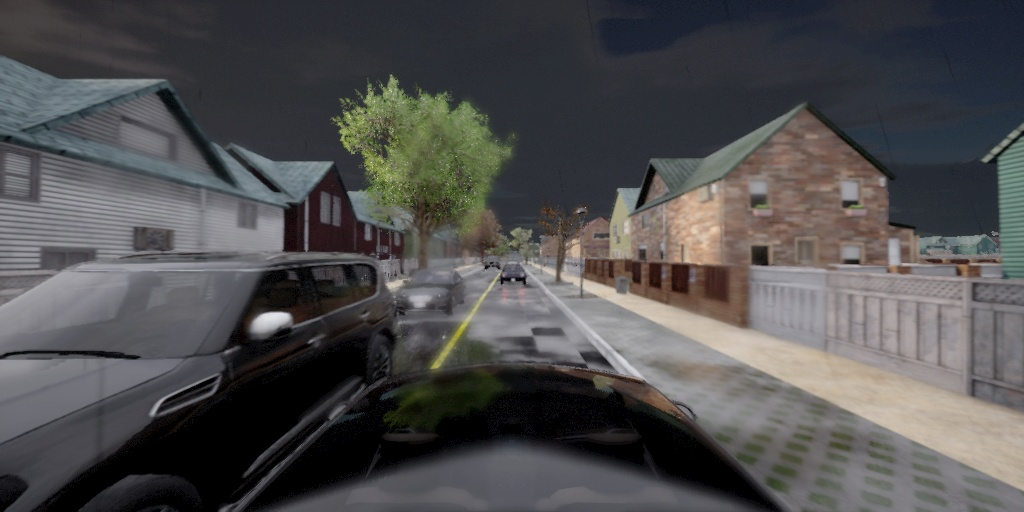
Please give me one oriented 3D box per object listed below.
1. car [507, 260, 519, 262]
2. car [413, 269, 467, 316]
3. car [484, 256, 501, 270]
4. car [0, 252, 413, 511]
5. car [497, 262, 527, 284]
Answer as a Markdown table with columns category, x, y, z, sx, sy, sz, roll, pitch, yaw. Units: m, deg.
| category | x | y | z | sx | sy | sz | roll | pitch | yaw |
| --- | --- | --- | --- | --- | --- | --- | --- | --- | --- |
| car | 0.080 | 1.229 | 42.081 | 1.882 | 1.535 | 5.008 | 0 | 0 | 0 |
| car | -2.838 | 1.241 | 13.520 | 2.128 | 1.511 | 4.902 | 0 | 0 | 0 |
| car | -2.837 | 0.978 | 52.381 | 2.150 | 2.045 | 5.566 | 0 | 0 | 0 |
| car | -2.846 | 0.972 | 3.432 | 2.150 | 2.045 | 5.566 | 0 | 0 | 0 |
| car | 0.092 | 1.350 | 26.518 | 1.895 | 1.301 | 4.718 | 0 | 0 | 0 |
